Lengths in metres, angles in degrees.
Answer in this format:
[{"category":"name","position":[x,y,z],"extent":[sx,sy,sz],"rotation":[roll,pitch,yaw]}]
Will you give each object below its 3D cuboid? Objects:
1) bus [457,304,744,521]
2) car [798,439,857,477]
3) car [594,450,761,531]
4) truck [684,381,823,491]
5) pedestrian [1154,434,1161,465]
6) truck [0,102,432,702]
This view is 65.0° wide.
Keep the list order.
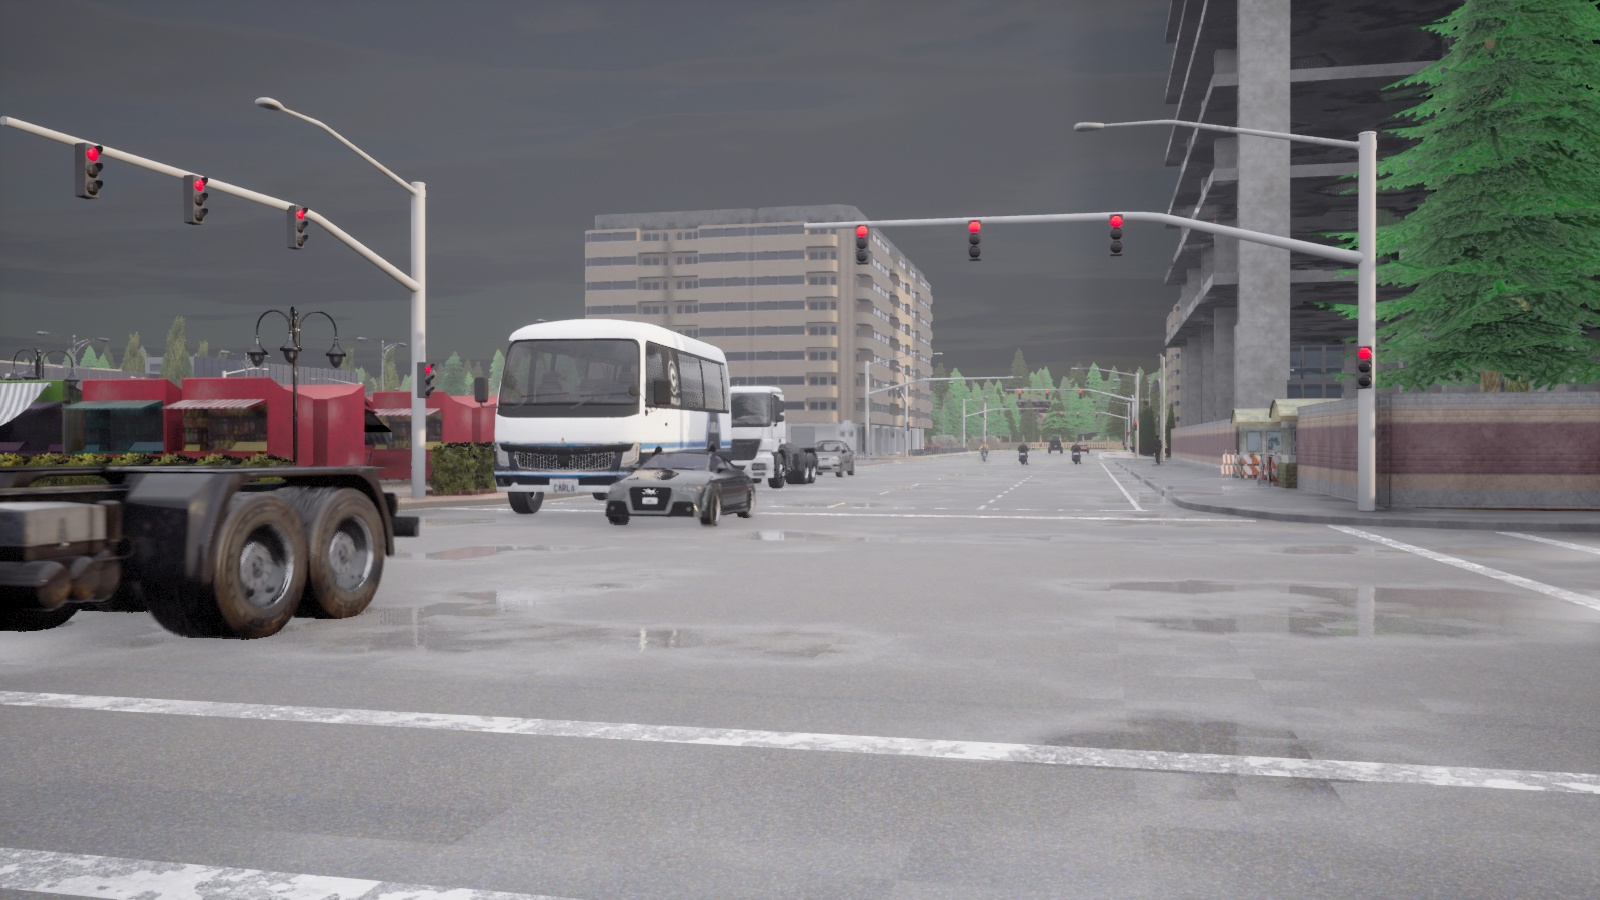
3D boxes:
[{"category":"bus","position":[-4.203,-0.787,29.932],"extent":[3.944,4.253,10.273],"rotation":[0,1,8]},{"category":"car","position":[1.252,0.332,55.594],"extent":[1.851,1.617,3.988],"rotation":[0,0,13]},{"category":"car","position":[-2.246,0.713,24.287],"extent":[1.994,1.385,4.181],"rotation":[0,0,13]},{"category":"truck","position":[-1.432,-0.485,43.737],"extent":[2.891,3.462,7.936],"rotation":[0,1,13]},{"category":"pedestrian","position":[22.473,-0.022,78.955],"extent":[0.395,1.930,0.692],"rotation":[0,0,11]},{"category":"truck","position":[-5.817,-0.275,8.500],"extent":[2.891,3.462,7.936],"rotation":[0,0,13]}]
